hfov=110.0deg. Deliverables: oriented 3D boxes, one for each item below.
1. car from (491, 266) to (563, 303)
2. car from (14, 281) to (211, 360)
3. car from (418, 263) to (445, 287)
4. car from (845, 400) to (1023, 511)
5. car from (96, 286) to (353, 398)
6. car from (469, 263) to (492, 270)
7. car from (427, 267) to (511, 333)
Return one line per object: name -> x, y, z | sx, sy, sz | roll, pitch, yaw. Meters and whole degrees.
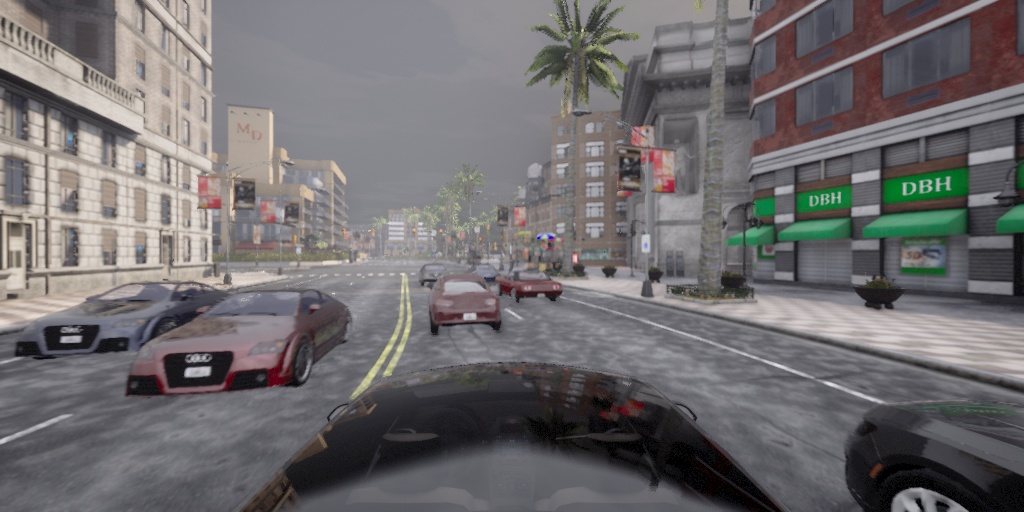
car -> 0.585, 1.286, 16.460 | 1.895, 1.301, 4.718 | 0, 0, -15
car -> -8.266, 1.284, 8.295 | 1.994, 1.385, 4.181 | 0, 0, -13
car -> -5.339, 1.196, 24.400 | 2.033, 1.411, 5.357 | 0, 0, -17
car -> 3.402, 1.259, 0.603 | 1.837, 1.490, 4.892 | 1, 0, -1
car -> -4.382, 1.292, 6.557 | 1.994, 1.385, 4.181 | 0, 0, -10
car -> -2.174, 1.206, 25.961 | 1.994, 1.385, 4.181 | 0, 0, -16
car -> -1.510, 1.236, 10.606 | 1.812, 1.442, 4.674 | 0, 0, -13
